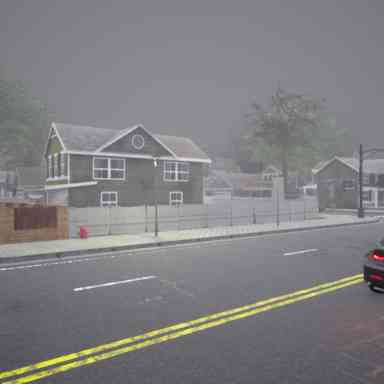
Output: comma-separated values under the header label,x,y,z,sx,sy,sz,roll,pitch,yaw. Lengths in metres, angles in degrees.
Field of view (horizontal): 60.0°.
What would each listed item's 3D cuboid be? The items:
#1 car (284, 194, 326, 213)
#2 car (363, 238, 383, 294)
label,x,y,z,sx,sy,sz,roll,pitch,yaw
car,11.813,1.247,36.623,2.150,2.045,5.566,0,1,-35
car,5.781,1.503,7.554,4.892,1.490,1.837,1,0,-36
